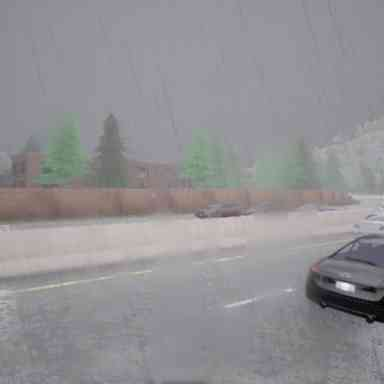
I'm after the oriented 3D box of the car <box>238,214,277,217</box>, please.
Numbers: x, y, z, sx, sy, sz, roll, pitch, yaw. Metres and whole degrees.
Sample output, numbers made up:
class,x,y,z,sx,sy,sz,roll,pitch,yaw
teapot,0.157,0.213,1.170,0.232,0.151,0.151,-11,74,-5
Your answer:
class,x,y,z,sx,sy,sz,roll,pitch,yaw
car,5.816,1.503,25.346,4.892,1.490,1.837,0,0,-36

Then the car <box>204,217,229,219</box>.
class,x,y,z,sx,sy,sz,roll,pitch,yaw
car,2.336,1.563,27.162,4.181,1.385,1.994,0,0,-36

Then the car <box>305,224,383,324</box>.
class,x,y,z,sx,sy,sz,roll,pitch,yaw
car,4.220,1.563,6.766,4.181,1.385,1.994,0,0,-35

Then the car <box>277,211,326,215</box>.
class,x,y,z,sx,sy,sz,roll,pitch,yaw
car,8.268,1.524,22.783,4.674,1.442,1.812,0,0,-36

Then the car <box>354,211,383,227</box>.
class,x,y,z,sx,sy,sz,roll,pitch,yaw
car,8.722,1.524,14.286,4.674,1.442,1.812,0,0,-36
